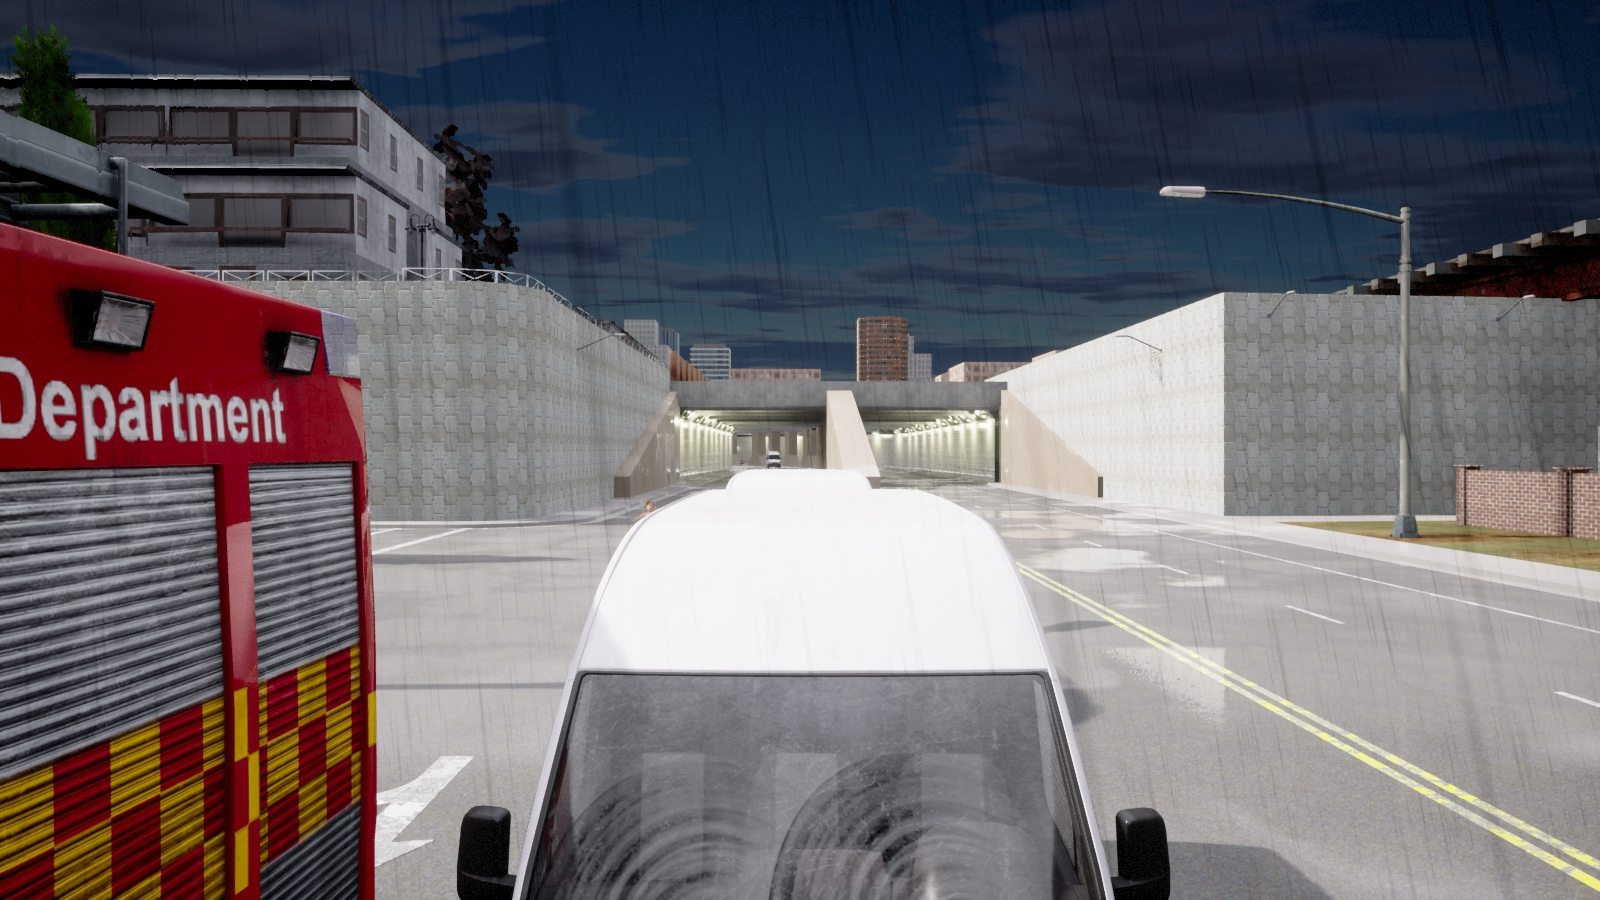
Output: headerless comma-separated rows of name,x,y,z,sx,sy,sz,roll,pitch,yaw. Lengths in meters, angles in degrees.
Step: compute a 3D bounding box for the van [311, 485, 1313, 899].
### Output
van,0.047,1.534,5.226,1.988,2.561,5.915,0,0,1
